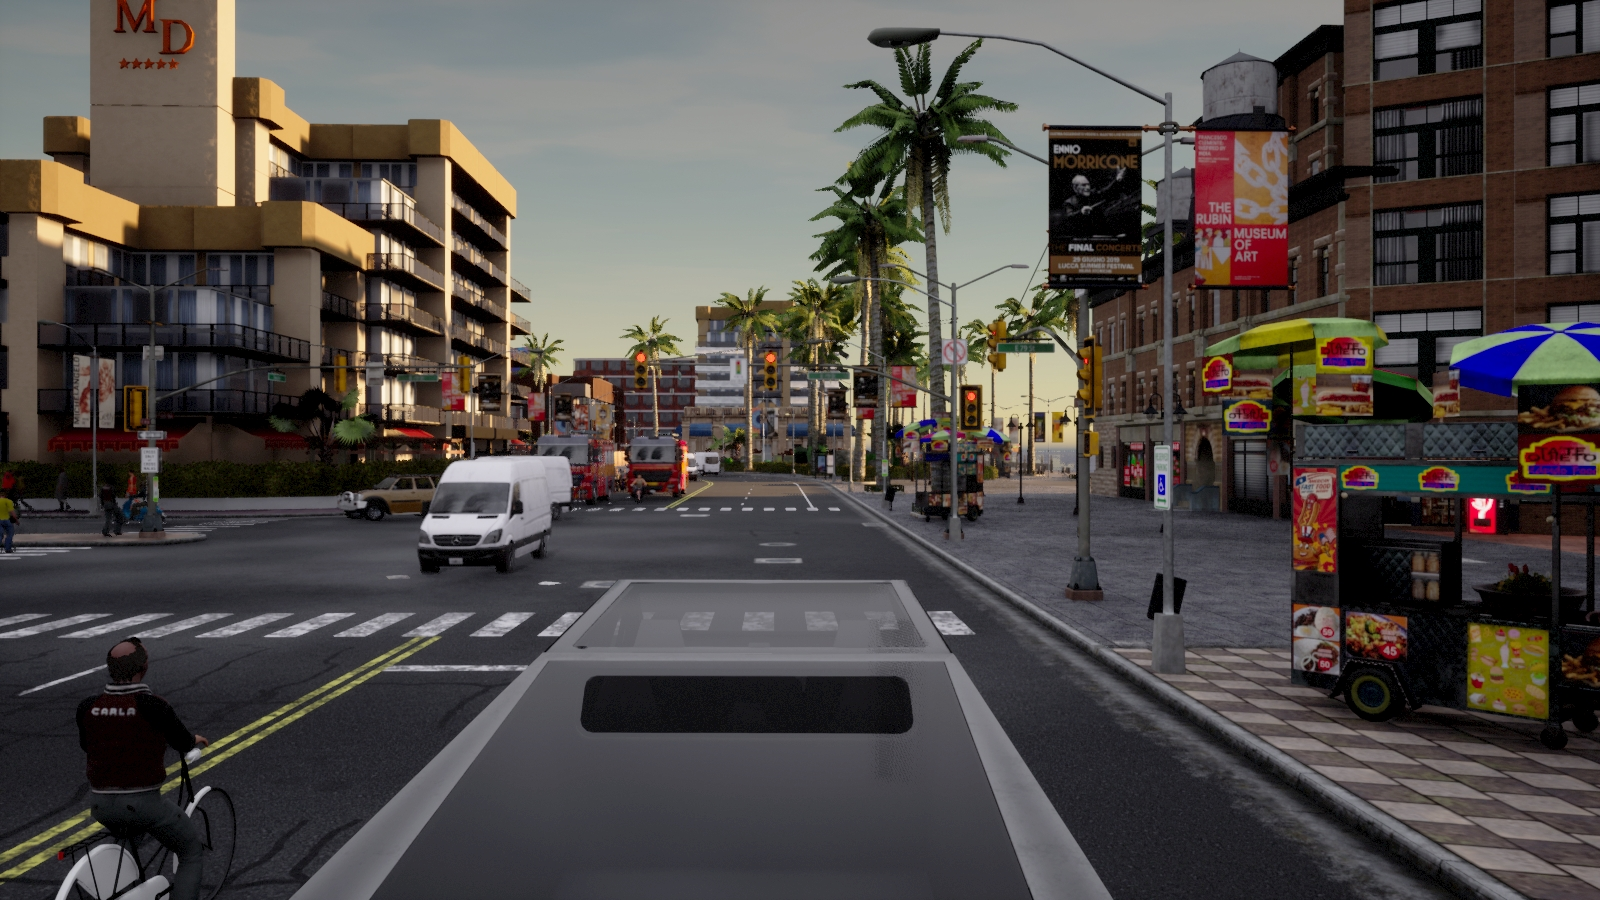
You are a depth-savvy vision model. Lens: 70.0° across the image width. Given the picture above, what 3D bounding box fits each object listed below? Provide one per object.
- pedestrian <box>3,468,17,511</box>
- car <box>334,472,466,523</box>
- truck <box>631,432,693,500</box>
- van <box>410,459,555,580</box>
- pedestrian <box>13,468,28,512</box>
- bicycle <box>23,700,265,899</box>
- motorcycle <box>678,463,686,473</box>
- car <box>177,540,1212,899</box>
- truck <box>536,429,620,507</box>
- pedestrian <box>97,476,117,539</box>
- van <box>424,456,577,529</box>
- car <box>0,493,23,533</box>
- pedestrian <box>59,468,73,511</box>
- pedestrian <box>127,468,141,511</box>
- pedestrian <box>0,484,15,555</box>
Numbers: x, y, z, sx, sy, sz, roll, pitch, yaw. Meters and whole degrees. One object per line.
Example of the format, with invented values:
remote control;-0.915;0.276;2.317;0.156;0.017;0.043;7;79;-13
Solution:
pedestrian;-34.079;1.696;49.284;0.375;1.860;0.375;0;0;-11
car;-16.015;1.863;45.894;1.932;1.855;4.605;0;0;44
truck;-8.181;0.890;68.637;2.891;3.827;8.468;0;0;-1
van;-7.519;1.534;27.699;1.988;2.561;5.915;0;0;-1
pedestrian;-33.245;1.698;48.716;0.375;1.860;0.375;0;0;-5
bicycle;-3.625;2.210;6.485;0.329;1.171;1.835;0;0;0
motorcycle;-14.215;2.182;137.647;0.856;1.236;1.805;0;0;-1
car;-0.214;1.754;5.773;2.390;2.098;6.274;0;0;1
truck;-11.498;0.891;59.990;2.891;3.827;8.468;0;0;-1
pedestrian;-20.744;1.704;34.202;0.375;1.860;0.375;0;0;6
van;-11.412;1.534;44.028;1.988;2.561;5.915;1;0;32
car;-29.275;2.155;38.578;4.718;1.301;1.895;0;0;-2
pedestrian;-31.726;1.696;49.362;0.375;1.860;0.375;0;0;-2
pedestrian;-28.813;1.696;49.442;0.375;1.860;0.375;0;0;-2
pedestrian;-21.213;1.849;30.433;0.375;1.860;0.375;0;0;-9
